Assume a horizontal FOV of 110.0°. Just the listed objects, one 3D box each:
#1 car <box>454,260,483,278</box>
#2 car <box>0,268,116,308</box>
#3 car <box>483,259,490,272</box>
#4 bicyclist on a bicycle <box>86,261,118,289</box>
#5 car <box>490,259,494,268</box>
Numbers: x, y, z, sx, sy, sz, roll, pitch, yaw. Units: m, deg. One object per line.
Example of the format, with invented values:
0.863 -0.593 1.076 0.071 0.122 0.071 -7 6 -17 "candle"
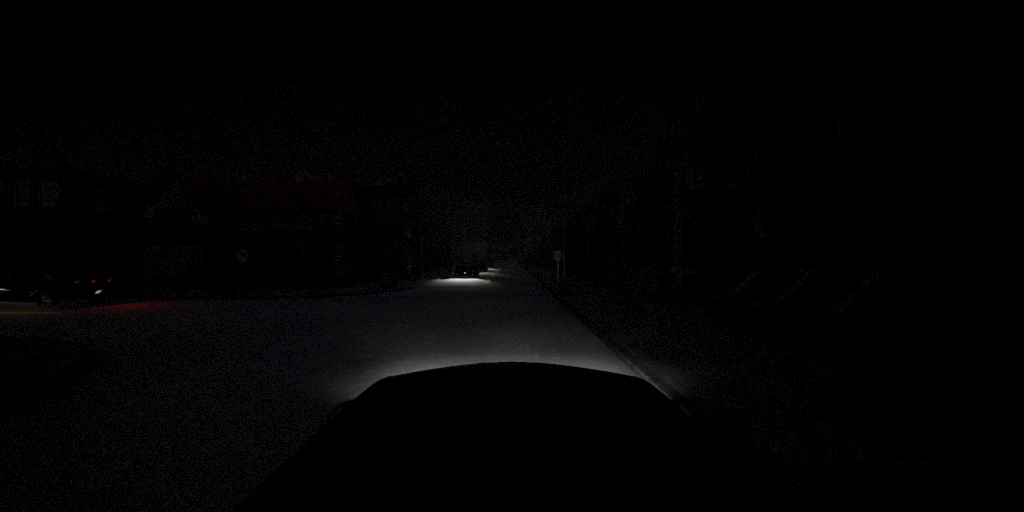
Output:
-4.150 1.314 33.575 1.994 1.385 4.181 0 0 0 "car"
-19.133 1.241 14.534 4.902 1.511 2.128 0 0 1 "car"
-4.155 1.228 45.572 1.882 1.535 5.008 0 0 0 "car"
-21.605 1.099 18.841 0.582 1.620 1.656 0 0 0 "bicyclist on a bicycle"
-4.081 1.243 61.544 2.128 1.511 4.902 0 0 0 "car"
